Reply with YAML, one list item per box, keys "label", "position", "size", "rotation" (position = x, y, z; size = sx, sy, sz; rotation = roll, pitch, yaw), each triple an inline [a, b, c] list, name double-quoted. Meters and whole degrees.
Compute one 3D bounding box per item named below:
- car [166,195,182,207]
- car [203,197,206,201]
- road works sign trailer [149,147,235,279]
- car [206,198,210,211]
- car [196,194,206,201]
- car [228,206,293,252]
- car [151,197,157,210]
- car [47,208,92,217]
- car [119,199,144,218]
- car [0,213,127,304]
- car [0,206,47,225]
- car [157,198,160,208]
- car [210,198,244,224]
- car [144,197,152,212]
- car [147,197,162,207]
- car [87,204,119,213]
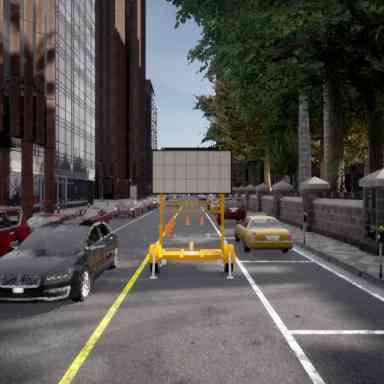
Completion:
- label: "car"
  position: [-3.034, 1.571, 53.028]
  size: [2.033, 1.411, 5.357]
  rotation: [0, 0, 0]
- label: "car"
  position: [2.732, 1.581, 40.778]
  size: [1.947, 1.339, 4.313]
  rotation: [0, 0, 0]
- label: "road works sign trailer"
  position: [-0.006, 0.465, 10.041]
  size: [2.380, 3.560, 2.880]
  rotation: [0, 0, 0]
- label: "car"
  position: [2.736, 1.538, 35.492]
  size: [1.752, 1.417, 4.829]
  rotation: [0, 0, 0]
- label: "car"
  position: [2.698, 1.489, 83.661]
  size: [1.967, 1.590, 4.097]
  rotation: [0, 0, 0]
- label: "car"
  position: [2.753, 1.527, 13.665]
  size: [1.752, 1.417, 4.829]
  rotation: [0, 0, 0]
- label: "car"
  position: [-5.793, 1.560, 40.770]
  size: [1.887, 1.381, 4.507]
  rotation: [0, 0, 0]
- label: "car"
  position: [-5.772, 1.546, 13.484]
  size: [1.887, 1.381, 4.507]
  rotation: [0, 0, 0]
- label: "car"
  position: [-5.785, 1.449, 29.856]
  size: [1.967, 1.590, 4.097]
  rotation: [0, 0, 0]
- label: "car"
  position: [-3.105, 1.506, 8.361]
  size: [1.837, 1.490, 4.892]
  rotation: [0, 0, 0]
- label: "car"
  position: [-5.767, 1.315, 8.027]
  size: [2.192, 1.841, 5.009]
  rotation: [0, 0, 0]
- label: "car"
  position: [-5.798, 1.459, 46.227]
  size: [1.967, 1.590, 4.097]
  rotation: [0, 0, 0]
- label: "car"
  position: [2.745, 1.321, 24.409]
  size: [2.192, 1.841, 5.009]
  rotation: [0, 0, 0]
- label: "car"
  position: [-5.789, 1.563, 35.313]
  size: [2.008, 1.369, 4.403]
  rotation: [0, 0, 0]
- label: "car"
  position: [-5.802, 1.547, 51.514]
  size: [1.752, 1.417, 4.829]
  rotation: [0, 0, 0]
- label: "car"
  position: [-5.776, 1.548, 18.942]
  size: [1.887, 1.381, 4.507]
  rotation: [0, 0, 0]
